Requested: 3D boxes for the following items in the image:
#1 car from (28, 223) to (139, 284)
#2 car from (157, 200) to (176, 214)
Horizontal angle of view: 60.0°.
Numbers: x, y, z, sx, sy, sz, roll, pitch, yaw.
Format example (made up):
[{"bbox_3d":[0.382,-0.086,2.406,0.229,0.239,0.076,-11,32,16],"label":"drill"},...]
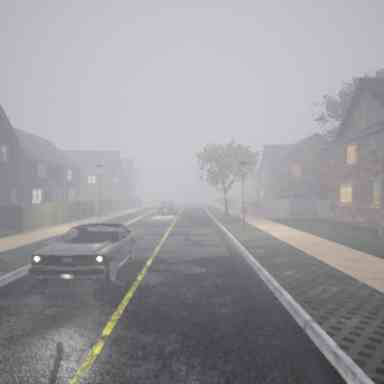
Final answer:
[{"bbox_3d":[-2.852,1.628,9.804,1.895,1.301,4.718,0,0,0],"label":"car"},{"bbox_3d":[-2.786,1.700,37.519,2.128,1.511,4.902,0,0,0],"label":"car"}]
